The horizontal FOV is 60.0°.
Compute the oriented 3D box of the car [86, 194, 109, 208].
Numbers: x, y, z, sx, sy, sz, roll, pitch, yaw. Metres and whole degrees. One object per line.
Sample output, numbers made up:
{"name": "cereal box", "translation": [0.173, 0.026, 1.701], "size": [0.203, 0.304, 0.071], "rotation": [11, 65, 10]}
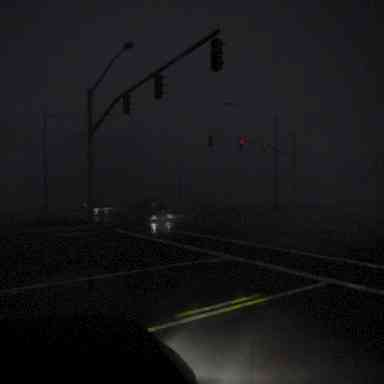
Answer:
{"name": "car", "translation": [-13.226, 1.422, 46.332], "size": [1.812, 1.442, 4.674], "rotation": [0, 1, -34]}

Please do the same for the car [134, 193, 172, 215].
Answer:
{"name": "car", "translation": [-4.002, 1.258, 33.208], "size": [2.097, 1.767, 4.553], "rotation": [0, 0, -35]}

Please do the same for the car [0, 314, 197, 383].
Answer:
{"name": "car", "translation": [-2.504, 1.550, 2.027], "size": [5.357, 1.411, 2.033], "rotation": [0, 0, -34]}
